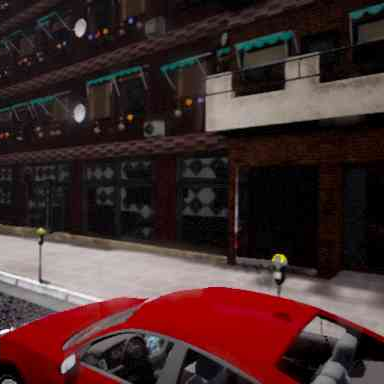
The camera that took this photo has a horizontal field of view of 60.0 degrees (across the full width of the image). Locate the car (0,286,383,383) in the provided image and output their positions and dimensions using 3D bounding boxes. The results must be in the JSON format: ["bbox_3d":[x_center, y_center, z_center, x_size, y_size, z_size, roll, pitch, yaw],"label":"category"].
[{"bbox_3d":[0.045,1.549,2.826,4.507,1.381,1.887,0,1,35],"label":"car"}]
